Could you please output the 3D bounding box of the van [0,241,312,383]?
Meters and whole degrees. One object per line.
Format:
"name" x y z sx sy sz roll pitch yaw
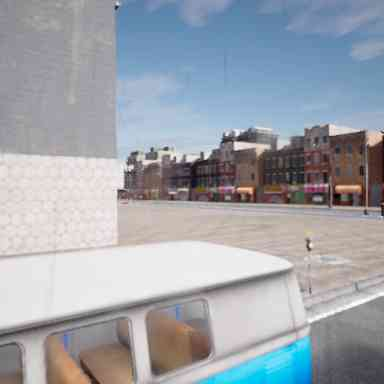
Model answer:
"van" -0.957 1.341 2.138 3.998 1.788 1.690 0 0 -36
